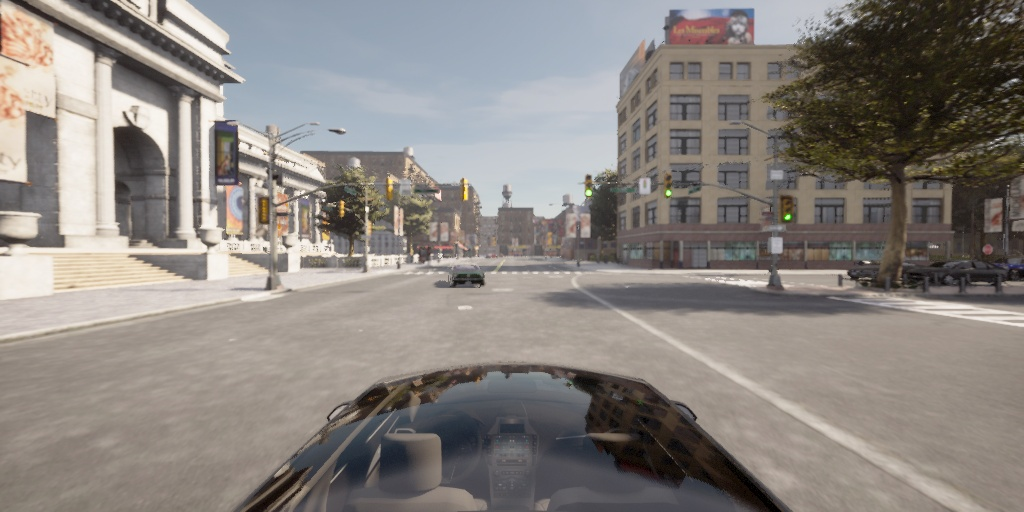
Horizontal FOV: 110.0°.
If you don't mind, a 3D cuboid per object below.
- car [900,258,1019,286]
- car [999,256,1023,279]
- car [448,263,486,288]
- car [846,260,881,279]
[{"bbox_3d":[26.895,1.006,21.793,4.892,1.490,1.837,0,1,0],"label":"car"},{"bbox_3d":[35.460,0.810,25.320,4.553,1.767,2.097,0,1,0],"label":"car"},{"bbox_3d":[-2.791,1.107,21.449,1.895,1.301,4.718,0,1,-12],"label":"car"},{"bbox_3d":[26.446,0.984,25.294,4.674,1.442,1.812,0,1,0],"label":"car"}]
